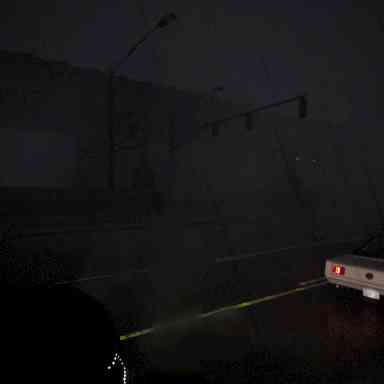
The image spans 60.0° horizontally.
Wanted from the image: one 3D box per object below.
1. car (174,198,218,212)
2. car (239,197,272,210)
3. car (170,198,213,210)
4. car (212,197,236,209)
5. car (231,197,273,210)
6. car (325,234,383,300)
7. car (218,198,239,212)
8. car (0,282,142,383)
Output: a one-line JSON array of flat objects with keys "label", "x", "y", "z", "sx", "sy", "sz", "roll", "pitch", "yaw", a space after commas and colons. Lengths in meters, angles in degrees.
[{"label": "car", "x": 0.060, "y": 1.453, "z": 36.392, "sx": 4.974, "sy": 1.542, "sz": 2.038, "roll": 0, "pitch": 0, "yaw": 8}, {"label": "car", "x": 7.661, "y": 1.295, "z": 42.834, "sx": 4.536, "sy": 1.218, "sz": 1.853, "roll": 0, "pitch": 0, "yaw": -7}, {"label": "car", "x": 0.008, "y": 1.295, "z": 36.399, "sx": 4.536, "sy": 1.218, "sz": 1.853, "roll": 0, "pitch": 0, "yaw": 8}, {"label": "car", "x": 3.819, "y": 1.295, "z": 39.129, "sx": 1.853, "sy": 1.218, "sz": 4.536, "roll": 0, "pitch": 0, "yaw": 18}, {"label": "car", "x": 7.712, "y": 1.453, "z": 42.840, "sx": 4.974, "sy": 1.542, "sz": 2.038, "roll": 0, "pitch": 0, "yaw": -7}, {"label": "car", "x": 5.142, "y": 1.601, "z": 7.447, "sx": 4.718, "sy": 1.301, "sz": 1.895, "roll": 0, "pitch": 0, "yaw": -35}, {"label": "car", "x": 3.803, "y": 1.453, "z": 39.079, "sx": 2.038, "sy": 1.542, "sz": 4.974, "roll": 0, "pitch": 0, "yaw": 18}, {"label": "car", "x": -3.003, "y": 1.221, "z": 1.607, "sx": 5.566, "sy": 2.045, "sz": 2.150, "roll": 0, "pitch": 0, "yaw": -35}]
